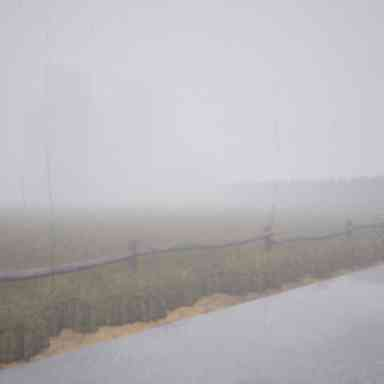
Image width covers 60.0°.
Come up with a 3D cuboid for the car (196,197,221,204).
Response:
[{"bbox_3d":[2.463,1.586,54.181,2.033,1.411,5.357,0,0,-39],"label":"car"}]

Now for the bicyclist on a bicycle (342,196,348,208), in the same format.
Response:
[{"bbox_3d":[17.884,1.321,38.646,1.656,1.620,0.582,0,0,-36],"label":"bicyclist on a bicycle"}]

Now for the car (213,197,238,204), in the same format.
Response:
[{"bbox_3d":[6.603,1.638,64.843,4.718,1.301,1.895,0,0,-35],"label":"car"}]
